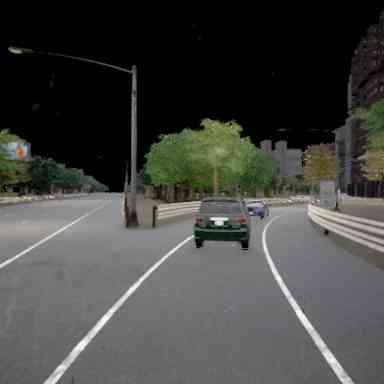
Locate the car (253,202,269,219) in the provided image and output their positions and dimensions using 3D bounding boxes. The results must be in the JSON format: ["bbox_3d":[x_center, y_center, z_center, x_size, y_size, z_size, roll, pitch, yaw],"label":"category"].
[{"bbox_3d":[5.638,1.564,29.326,1.812,1.442,4.674,0,0,20],"label":"car"}]

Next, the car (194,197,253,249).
[{"bbox_3d":[1.496,1.234,14.849,2.150,2.045,5.566,0,0,11],"label":"car"}]
